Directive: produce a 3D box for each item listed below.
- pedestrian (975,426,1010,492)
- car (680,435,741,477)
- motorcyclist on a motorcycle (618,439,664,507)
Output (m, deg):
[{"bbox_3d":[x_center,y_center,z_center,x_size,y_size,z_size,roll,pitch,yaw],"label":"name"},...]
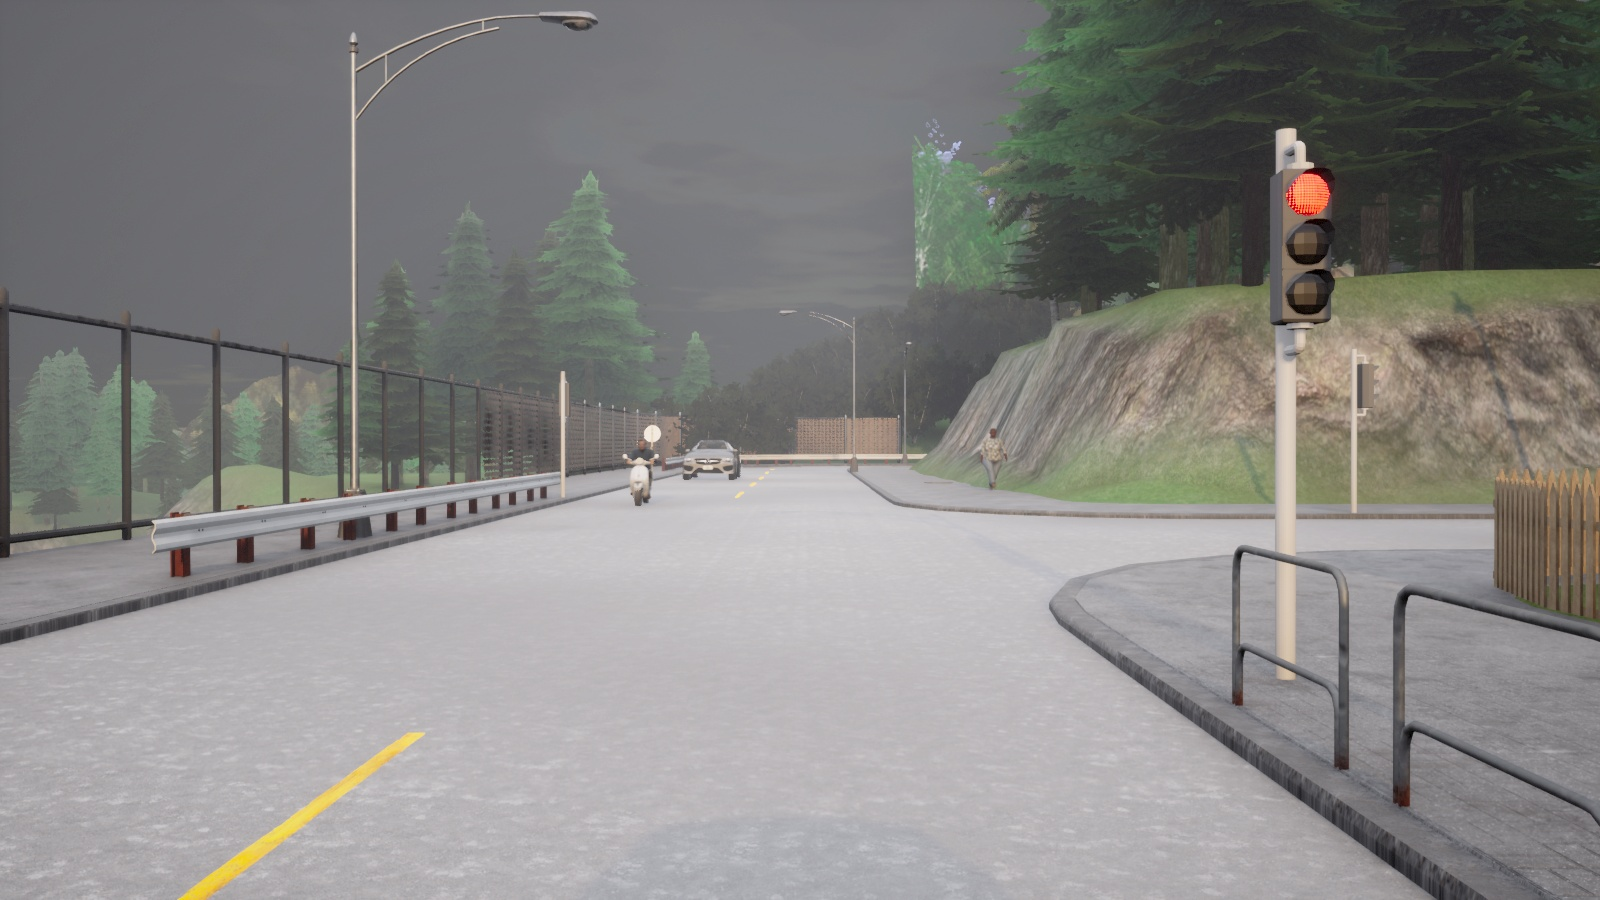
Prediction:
[{"bbox_3d":[5.530,0.257,36.075,0.874,1.855,0.900,0,0,0],"label":"pedestrian"},{"bbox_3d":[-3.639,0.228,52.135,2.152,1.651,5.027,0,0,0],"label":"car"},{"bbox_3d":[-3.786,0.528,29.995,0.866,1.590,1.817,0,0,0],"label":"motorcyclist on a motorcycle"}]
